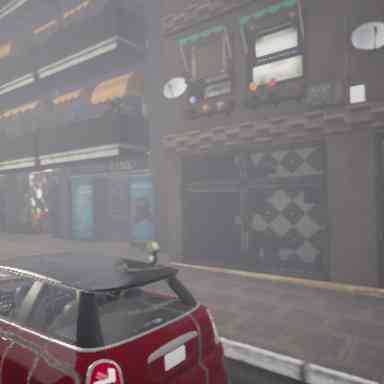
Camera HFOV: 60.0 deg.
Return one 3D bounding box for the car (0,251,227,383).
[{"bbox_3d":[-1.723,1.449,3.987,4.097,1.590,1.967,0,-1,36],"label":"car"}]
